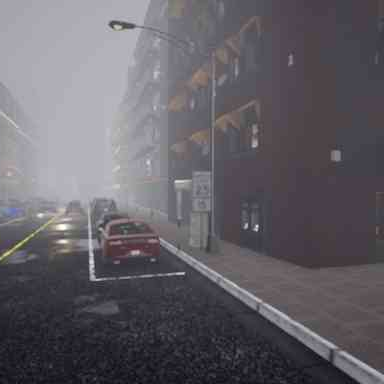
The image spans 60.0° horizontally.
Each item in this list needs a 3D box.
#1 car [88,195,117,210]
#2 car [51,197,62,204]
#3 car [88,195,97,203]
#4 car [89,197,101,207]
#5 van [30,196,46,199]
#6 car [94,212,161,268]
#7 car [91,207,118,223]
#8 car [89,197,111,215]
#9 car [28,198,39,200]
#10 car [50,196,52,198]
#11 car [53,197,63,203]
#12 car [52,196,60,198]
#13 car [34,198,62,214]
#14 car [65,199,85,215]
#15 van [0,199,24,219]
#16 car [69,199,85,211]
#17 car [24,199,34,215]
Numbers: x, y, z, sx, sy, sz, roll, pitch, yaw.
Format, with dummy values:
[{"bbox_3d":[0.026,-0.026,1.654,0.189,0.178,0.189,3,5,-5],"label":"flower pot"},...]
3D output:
[{"bbox_3d":[-7.270,1.466,27.507,2.192,1.841,5.009,-1,0,-17],"label":"car"},{"bbox_3d":[-32.240,1.897,79.064,1.967,1.590,4.097,-1,0,-17],"label":"car"},{"bbox_3d":[-25.934,1.812,86.948,2.192,1.841,5.009,-1,0,-17],"label":"car"},{"bbox_3d":[-17.448,1.777,59.930,1.967,1.590,4.097,-1,0,-17],"label":"car"},{"bbox_3d":[-22.044,1.607,46.647,1.690,1.788,3.998,-1,0,-17],"label":"van"},{"bbox_3d":[-2.279,1.608,11.623,1.887,1.381,4.507,-1,0,-17],"label":"car"},{"bbox_3d":[-3.873,1.657,16.700,1.947,1.339,4.313,-1,0,-17],"label":"car"},{"bbox_3d":[-10.663,1.527,38.316,2.192,1.841,5.009,-1,0,-17],"label":"car"},{"bbox_3d":[-20.332,1.817,41.246,1.802,1.307,4.206,-1,0,-17],"label":"car"},{"bbox_3d":[-23.767,1.612,52.042,2.192,1.841,5.009,-1,0,-17],"label":"car"},{"bbox_3d":[-33.935,2.055,84.467,1.947,1.339,4.313,-1,0,-17],"label":"car"},{"bbox_3d":[-28.845,1.943,68.256,2.008,1.369,4.403,-1,0,-17],"label":"car"},{"bbox_3d":[-17.009,1.771,39.573,2.033,1.411,5.357,0,0,-17],"label":"car"},{"bbox_3d":[-12.852,1.729,36.525,1.812,1.442,4.674,0,0,-17],"label":"car"},{"bbox_3d":[-16.939,1.515,30.440,1.690,1.788,3.998,-1,0,-17],"label":"van"},{"bbox_3d":[-15.992,1.737,46.360,1.882,1.535,5.008,0,0,-17],"label":"car"},{"bbox_3d":[-18.633,1.786,35.843,1.802,1.307,4.206,-1,0,-17],"label":"car"}]
